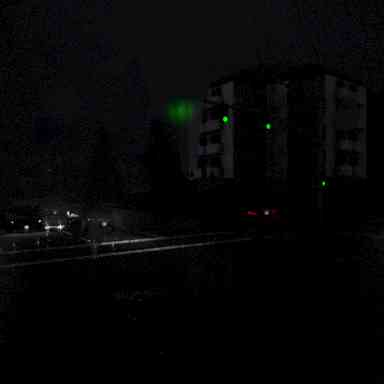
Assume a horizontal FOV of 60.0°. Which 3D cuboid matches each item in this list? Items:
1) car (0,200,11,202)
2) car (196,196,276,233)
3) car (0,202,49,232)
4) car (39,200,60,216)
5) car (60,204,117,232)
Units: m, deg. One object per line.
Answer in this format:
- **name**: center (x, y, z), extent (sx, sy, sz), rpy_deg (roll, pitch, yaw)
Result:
- **car**: center (-16.949, 1.504, 29.790), extent (1.837, 1.490, 4.892), rpy_deg (0, 0, -34)
- **car**: center (2.505, 1.227, 20.114), extent (2.150, 2.045, 5.566), rpy_deg (0, 0, -34)
- **car**: center (-10.586, 1.548, 20.467), extent (2.033, 1.411, 5.357), rpy_deg (0, 0, -34)
- **car**: center (-12.932, 1.494, 30.111), extent (2.128, 1.511, 4.902), rpy_deg (0, 0, -34)
- **car**: center (-6.160, 1.493, 20.201), extent (2.128, 1.511, 4.902), rpy_deg (0, 0, -34)
